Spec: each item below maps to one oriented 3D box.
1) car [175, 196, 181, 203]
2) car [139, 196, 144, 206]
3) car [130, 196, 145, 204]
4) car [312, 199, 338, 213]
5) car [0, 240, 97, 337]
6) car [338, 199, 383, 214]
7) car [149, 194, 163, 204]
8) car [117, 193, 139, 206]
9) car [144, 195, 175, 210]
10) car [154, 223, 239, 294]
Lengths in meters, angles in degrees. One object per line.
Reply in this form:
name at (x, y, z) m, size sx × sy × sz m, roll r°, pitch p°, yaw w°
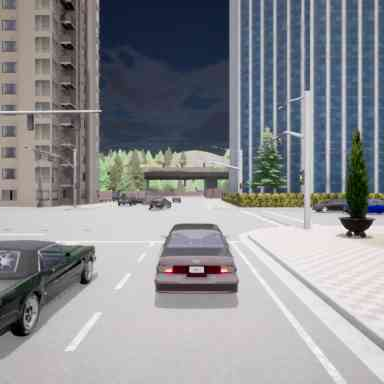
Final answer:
car at (-3.241, 1.525, 70.026) m, size 1.812 × 1.442 × 4.674 m, roll 0°, pitch 0°, yaw 0°
car at (-6.959, 1.352, 54.827) m, size 2.097 × 1.767 × 4.553 m, roll 0°, pitch 0°, yaw 0°
car at (-10.394, 1.547, 64.101) m, size 2.033 × 1.411 × 5.357 m, roll 0°, pitch 0°, yaw 1°
car at (15.677, 1.505, 36.499) m, size 4.892 × 1.490 × 1.837 m, roll 0°, pitch 0°, yaw 0°
car at (-3.423, 1.601, 6.606) m, size 1.895 × 1.301 × 4.718 m, roll 0°, pitch 0°, yaw 1°
car at (17.628, 1.478, 33.014) m, size 5.008 × 1.535 × 1.882 m, roll 0°, pitch 0°, yaw 0°
car at (-6.899, 1.352, 63.716) m, size 2.097 × 1.767 × 4.553 m, roll 0°, pitch 0°, yaw 1°
car at (-10.466, 1.221, 53.861) m, size 2.150 × 2.045 × 5.566 m, roll 0°, pitch 0°, yaw 0°
car at (-4.026, 1.505, 42.502) m, size 1.837 × 1.490 × 4.892 m, roll 1°, pitch 0°, yaw 13°
car at (0.096, 1.547, 8.943) m, size 2.033 × 1.411 × 5.357 m, roll 0°, pitch 0°, yaw 0°
